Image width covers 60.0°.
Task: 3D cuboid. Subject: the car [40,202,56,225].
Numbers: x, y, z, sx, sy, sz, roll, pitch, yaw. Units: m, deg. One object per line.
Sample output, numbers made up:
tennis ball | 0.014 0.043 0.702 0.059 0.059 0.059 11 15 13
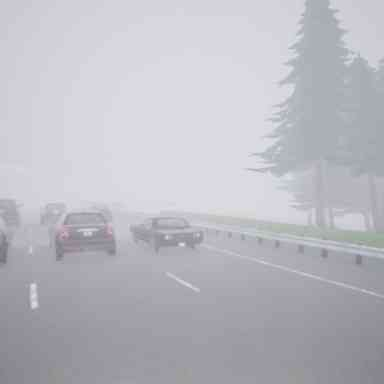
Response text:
car | -11.162 1.639 26.975 2.097 1.767 4.553 0 -1 -26

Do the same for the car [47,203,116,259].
car | -4.563 1.498 13.541 2.097 1.767 4.553 0 -1 -26

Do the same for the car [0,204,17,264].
car | -7.701 1.479 11.991 2.097 1.767 4.553 0 -1 -26

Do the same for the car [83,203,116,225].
car | -8.046 1.815 28.567 1.837 1.490 4.892 0 0 -26

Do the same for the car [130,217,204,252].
car | -1.348 1.765 14.922 1.895 1.301 4.718 0 -1 -26

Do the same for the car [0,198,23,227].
car | -13.942 1.486 24.675 2.150 2.045 5.566 0 0 -26
